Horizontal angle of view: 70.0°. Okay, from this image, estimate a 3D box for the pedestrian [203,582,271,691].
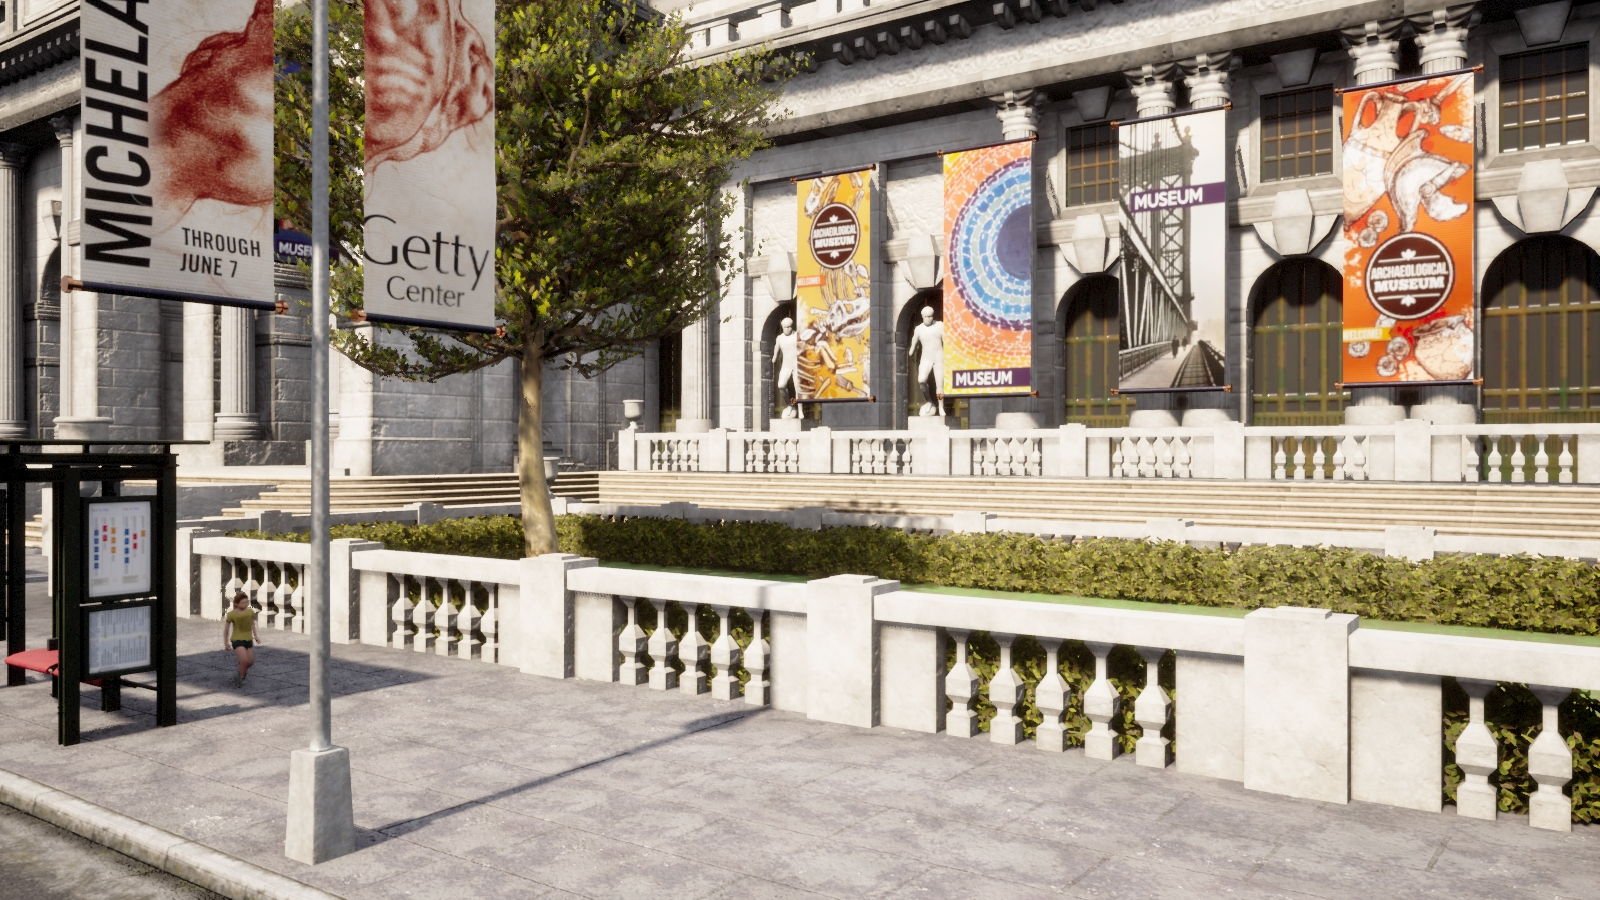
[{"bbox_3d":[-6.300,2.071,12.794,0.500,1.100,0.500,0,0,32],"label":"pedestrian"}]
